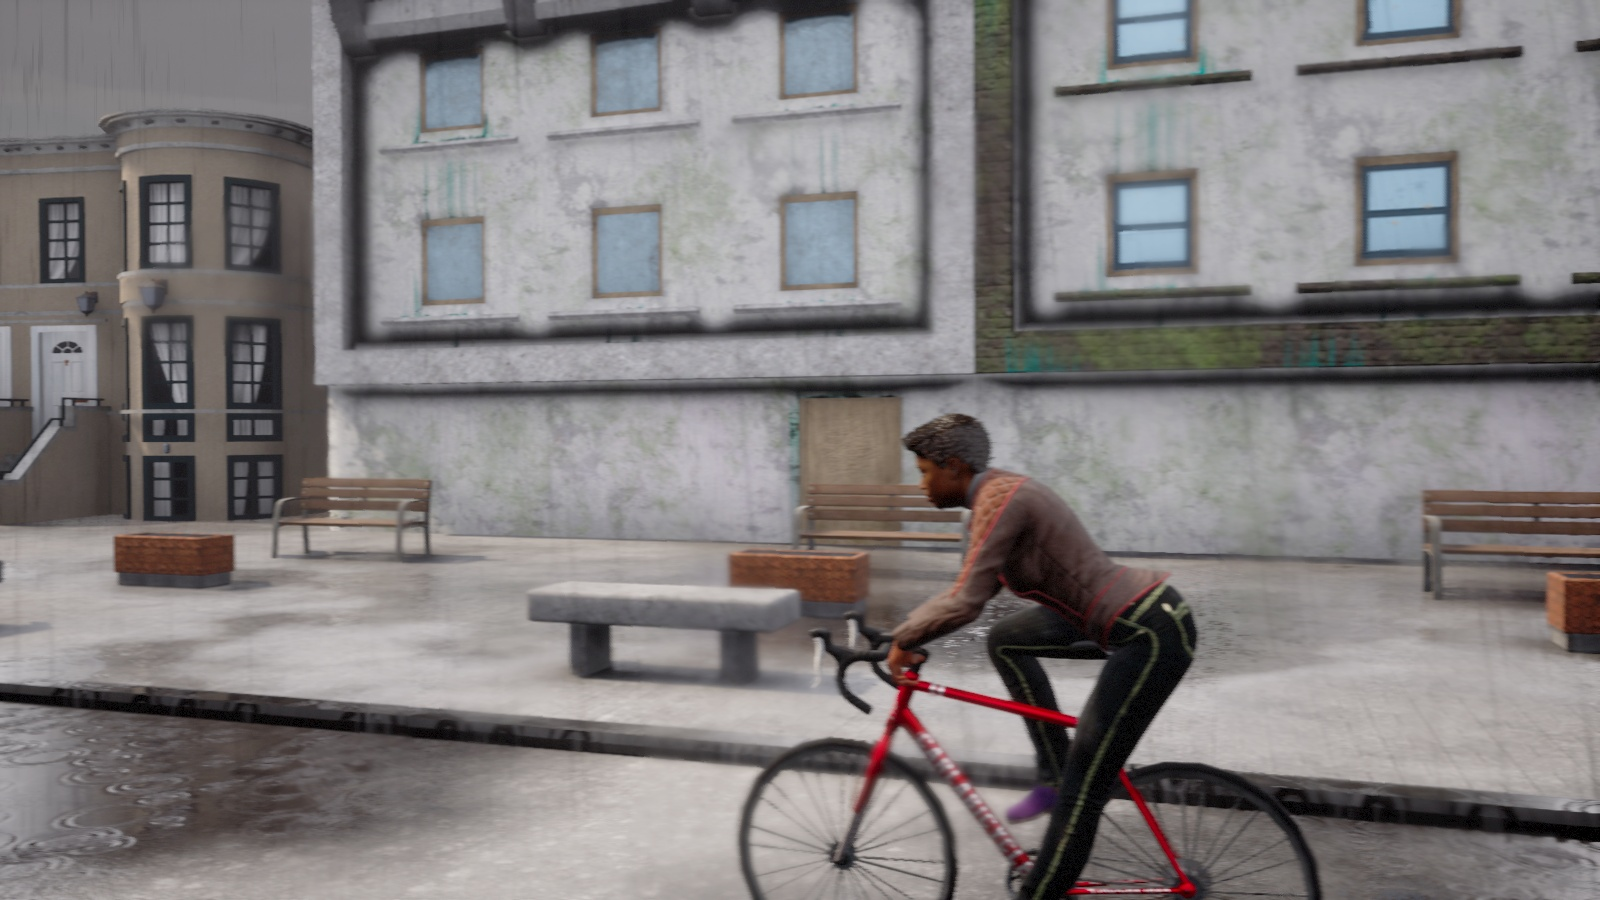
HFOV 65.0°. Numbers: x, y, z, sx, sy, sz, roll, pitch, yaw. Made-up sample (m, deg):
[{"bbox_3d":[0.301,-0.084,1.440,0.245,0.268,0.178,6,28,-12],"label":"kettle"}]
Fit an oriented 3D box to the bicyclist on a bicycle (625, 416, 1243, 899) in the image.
[{"bbox_3d":[0.384,0.723,3.591,1.656,1.620,0.582,0,1,19],"label":"bicyclist on a bicycle"}]
